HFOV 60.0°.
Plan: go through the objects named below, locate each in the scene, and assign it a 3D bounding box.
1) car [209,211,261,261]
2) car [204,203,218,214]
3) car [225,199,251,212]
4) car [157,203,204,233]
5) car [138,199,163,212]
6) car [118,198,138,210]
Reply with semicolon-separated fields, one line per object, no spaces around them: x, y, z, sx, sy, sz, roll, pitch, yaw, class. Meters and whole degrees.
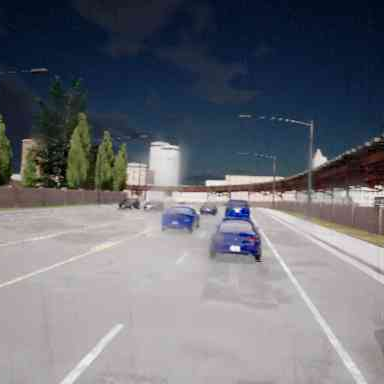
1.750;1.729;13.251;1.812;1.442;4.674;2;0;8;car
2.089;2.054;40.947;1.994;1.385;4.181;2;-1;8;car
4.101;1.687;29.987;2.150;2.045;5.566;2;-1;8;car
-0.624;1.664;21.509;1.882;1.535;5.008;2;-1;8;car
-4.885;1.712;42.847;2.128;1.511;4.902;2;-1;8;car
-8.248;1.599;44.030;1.837;1.490;4.892;2;-1;8;car
